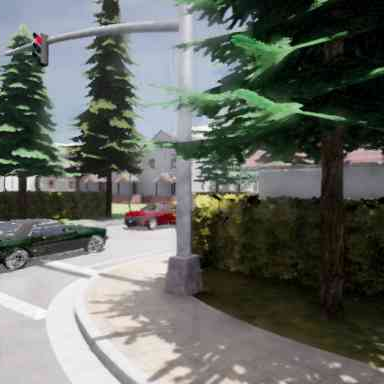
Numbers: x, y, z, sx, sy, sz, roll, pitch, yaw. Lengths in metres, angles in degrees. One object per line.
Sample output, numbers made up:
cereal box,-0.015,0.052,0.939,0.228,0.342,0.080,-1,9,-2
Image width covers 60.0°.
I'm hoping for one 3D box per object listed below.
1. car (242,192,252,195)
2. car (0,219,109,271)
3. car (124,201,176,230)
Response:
car,13.530,0.808,79.577,4.605,1.855,1.932,1,0,34
car,-4.920,1.524,10.782,1.895,1.301,4.718,0,0,29
car,-2.010,1.372,20.572,1.882,1.535,5.008,1,0,35
